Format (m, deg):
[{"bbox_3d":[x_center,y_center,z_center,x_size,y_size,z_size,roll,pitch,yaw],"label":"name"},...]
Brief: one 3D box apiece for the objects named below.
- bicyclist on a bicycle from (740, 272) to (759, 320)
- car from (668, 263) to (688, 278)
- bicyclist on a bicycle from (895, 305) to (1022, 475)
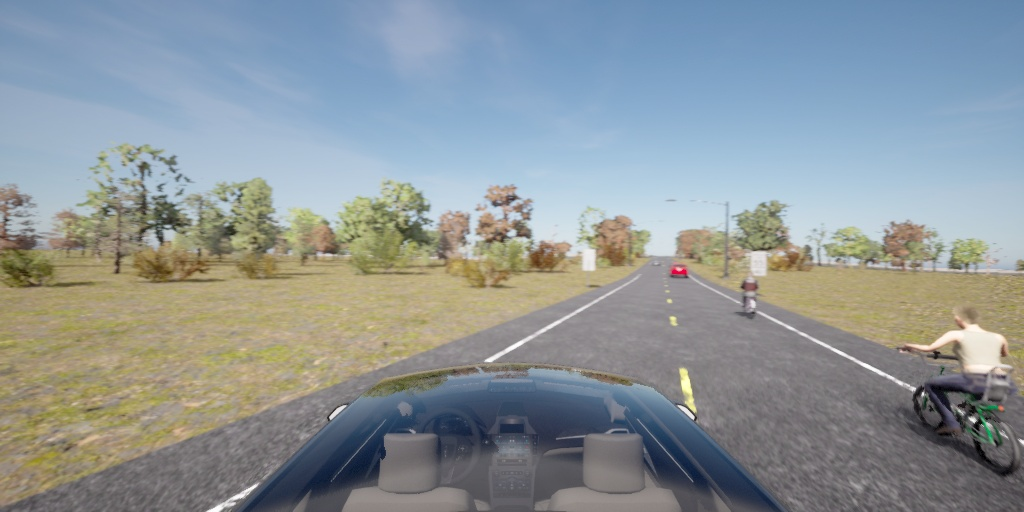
[{"bbox_3d":[9.136,1.508,13.860,0.659,1.776,1.843,1,-1,23],"label":"bicyclist on a bicycle"},{"bbox_3d":[23.798,1.998,51.179,2.150,2.045,5.566,1,1,23],"label":"car"},{"bbox_3d":[4.997,1.342,4.007,0.866,1.612,1.509,1,-1,23],"label":"bicyclist on a bicycle"}]
